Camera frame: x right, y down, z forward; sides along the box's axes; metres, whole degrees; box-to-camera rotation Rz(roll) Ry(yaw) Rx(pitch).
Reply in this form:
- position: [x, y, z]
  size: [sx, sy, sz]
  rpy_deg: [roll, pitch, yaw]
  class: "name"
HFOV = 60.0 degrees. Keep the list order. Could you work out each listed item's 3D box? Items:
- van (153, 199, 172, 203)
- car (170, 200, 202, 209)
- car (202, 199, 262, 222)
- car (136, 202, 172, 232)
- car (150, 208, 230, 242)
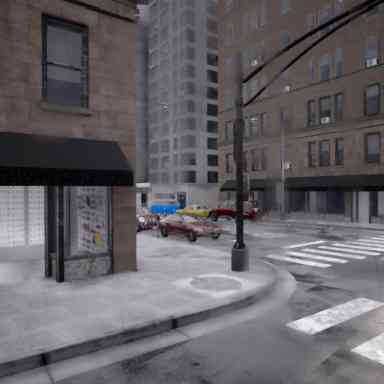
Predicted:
- position: [-2.973, 1.688, 36.009]
  size: [1.690, 1.788, 3.998]
  rpy_deg: [-1, 0, -36]
  class: "van"
- position: [0.147, 1.804, 31.679]
  size: [1.752, 1.417, 4.829]
  rpy_deg: [-1, 0, -36]
  class: "car"
- position: [3.456, 1.521, 27.073]
  size: [2.192, 1.841, 5.009]
  rpy_deg: [-1, 0, -36]
  class: "car"
- position: [-3.460, 1.705, 22.093]
  size: [1.967, 1.590, 4.097]
  rpy_deg: [-1, 0, -36]
  class: "car"
- position: [-0.242, 1.778, 17.626]
  size: [1.802, 1.307, 4.206]
  rpy_deg: [-1, 0, -36]
  class: "car"
